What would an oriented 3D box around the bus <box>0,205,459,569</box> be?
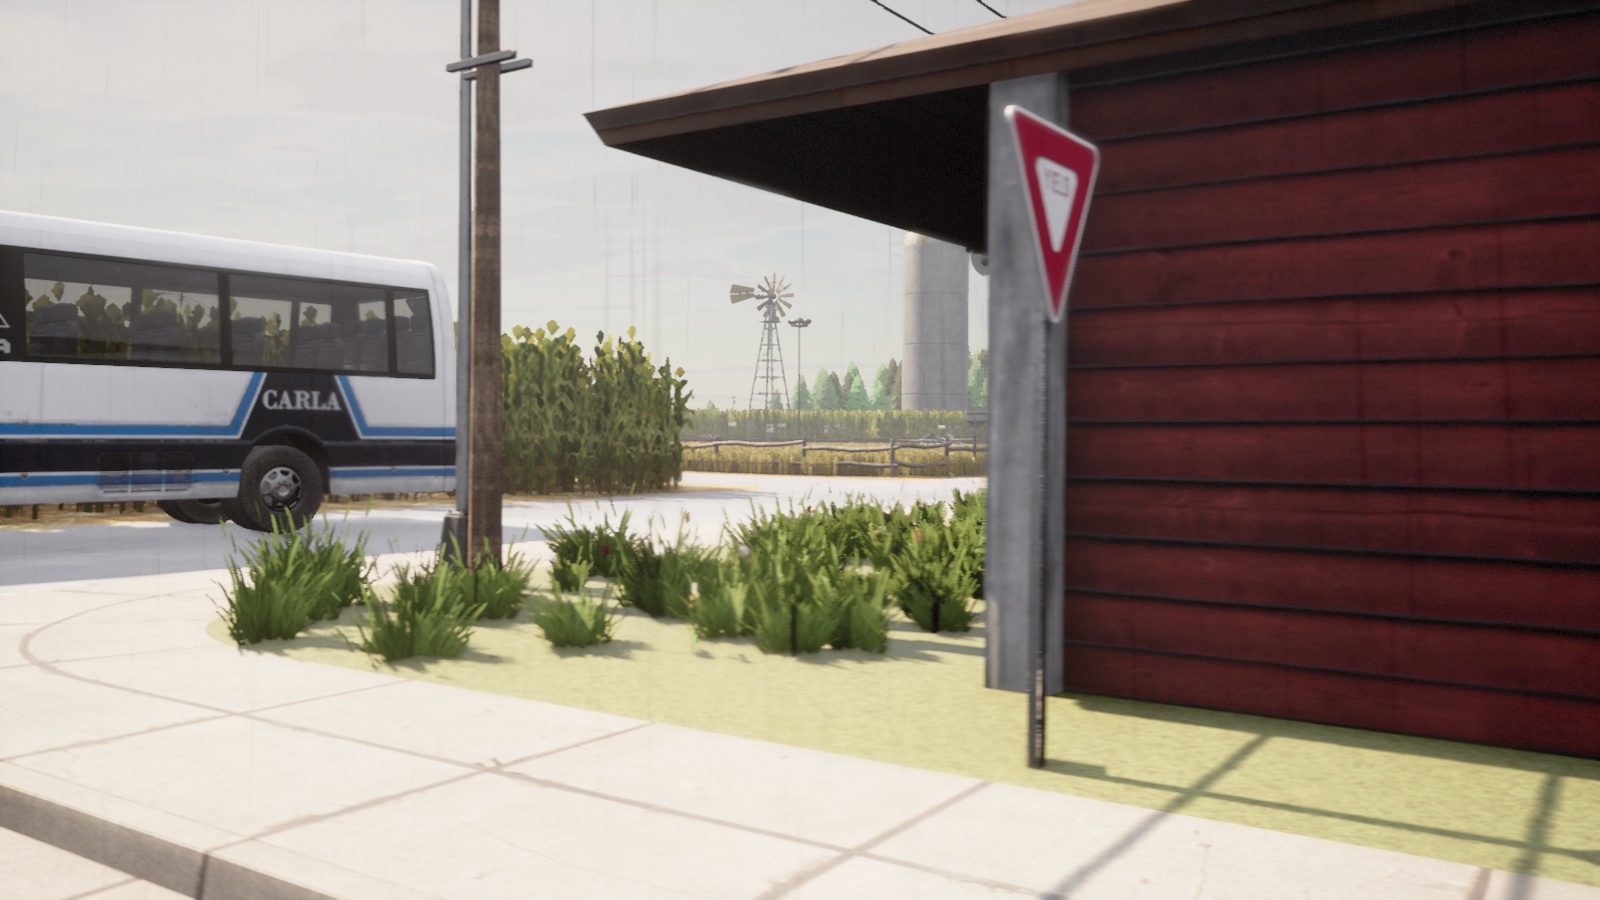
[{"bbox_3d":[-10.144,-0.752,16.772,3.944,4.253,10.273,0,1,41],"label":"bus"}]
